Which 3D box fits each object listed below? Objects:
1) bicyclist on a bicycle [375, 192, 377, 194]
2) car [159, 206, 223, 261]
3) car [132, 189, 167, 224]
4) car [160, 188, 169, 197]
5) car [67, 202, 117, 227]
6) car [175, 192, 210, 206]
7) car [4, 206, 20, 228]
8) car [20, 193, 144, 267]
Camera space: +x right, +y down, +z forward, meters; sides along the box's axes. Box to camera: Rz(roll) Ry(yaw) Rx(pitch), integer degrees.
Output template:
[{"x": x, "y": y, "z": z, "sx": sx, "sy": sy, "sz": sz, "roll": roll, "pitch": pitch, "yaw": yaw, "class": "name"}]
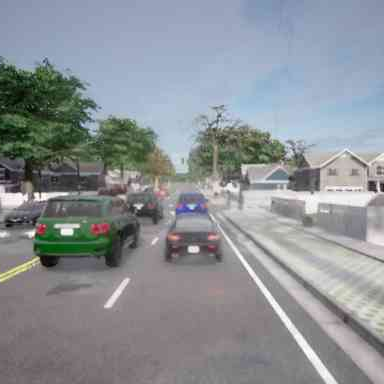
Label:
[{"x": 18.458, "y": 0.830, "z": 33.272, "sx": 0.582, "sy": 1.620, "sz": 1.656, "roll": 0, "pitch": 1, "yaw": -2, "class": "bicyclist on a bicycle"}, {"x": 0.062, "y": 1.449, "z": 11.760, "sx": 1.812, "sy": 1.442, "sz": 4.674, "roll": 0, "pitch": 0, "yaw": 0, "class": "car"}, {"x": -3.222, "y": 1.023, "z": 22.970, "sx": 2.150, "sy": 2.045, "sz": 5.566, "roll": 0, "pitch": 1, "yaw": 1, "class": "car"}, {"x": -6.486, "y": 0.020, "z": 75.704, "sx": 2.150, "sy": 2.045, "sz": 5.566, "roll": 0, "pitch": 2, "yaw": 0, "class": "car"}, {"x": -6.556, "y": 1.409, "z": 22.396, "sx": 1.895, "sy": 1.301, "sz": 4.718, "roll": 0, "pitch": 1, "yaw": 0, "class": "car"}, {"x": 0.026, "y": 1.025, "z": 22.845, "sx": 2.150, "sy": 2.045, "sz": 5.566, "roll": 0, "pitch": 1, "yaw": 1, "class": "car"}, {"x": -9.816, "y": 1.334, "z": 20.909, "sx": 1.837, "sy": 1.490, "sz": 4.892, "roll": 0, "pitch": 0, "yaw": 0, "class": "car"}, {"x": -3.187, "y": 1.142, "z": 11.192, "sx": 2.150, "sy": 2.045, "sz": 5.566, "roll": 0, "pitch": -1, "yaw": 0, "class": "car"}]
